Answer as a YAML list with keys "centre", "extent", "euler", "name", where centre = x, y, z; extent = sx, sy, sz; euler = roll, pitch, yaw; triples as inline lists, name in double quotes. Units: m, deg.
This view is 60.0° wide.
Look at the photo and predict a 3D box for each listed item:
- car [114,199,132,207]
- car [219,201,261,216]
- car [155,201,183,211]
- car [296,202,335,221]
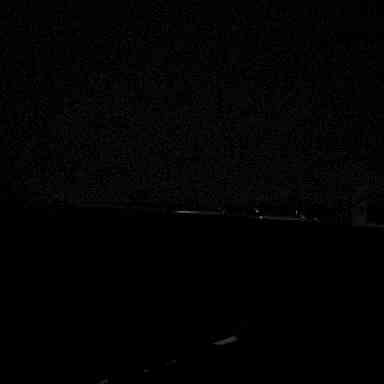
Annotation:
- centre: [-13.390, 2.032, 64.270]
  extent: [1.882, 1.535, 5.008]
  euler: [1, -1, -36]
  name: "car"
- centre: [4.845, 1.637, 34.011]
  extent: [2.128, 1.511, 4.902]
  euler: [1, -1, -36]
  name: "car"
- centre: [-3.138, 1.872, 45.082]
  extent: [1.895, 1.301, 4.718]
  euler: [1, -1, -36]
  name: "car"
- centre: [10.573, 1.564, 26.163]
  extent: [2.128, 1.511, 4.902]
  euler: [1, -1, -37]
  name: "car"
